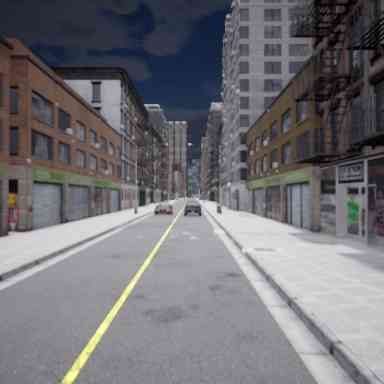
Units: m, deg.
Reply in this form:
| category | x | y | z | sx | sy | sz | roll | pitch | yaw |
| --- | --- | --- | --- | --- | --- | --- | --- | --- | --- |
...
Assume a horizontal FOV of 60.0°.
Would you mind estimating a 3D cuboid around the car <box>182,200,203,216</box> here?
| category | x | y | z | sx | sy | sz | roll | pitch | yaw |
| --- | --- | --- | --- | --- | --- | --- | --- | --- | --- |
| car | 0.102 | 1.833 | 37.104 | 1.837 | 1.490 | 4.892 | 0 | 0 | 0 |

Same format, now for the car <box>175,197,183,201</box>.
| category | x | y | z | sx | sy | sz | roll | pitch | yaw |
| --- | --- | --- | --- | --- | --- | --- | --- | --- | --- |
| car | -2.985 | 1.821 | 77.685 | 1.882 | 1.535 | 5.008 | 0 | -1 | 0 |

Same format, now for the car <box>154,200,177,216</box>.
| category | x | y | z | sx | sy | sz | roll | pitch | yaw |
| --- | --- | --- | --- | --- | --- | --- | --- | --- | --- |
| car | -3.093 | 1.890 | 37.043 | 1.994 | 1.385 | 4.181 | 0 | -1 | 0 |
